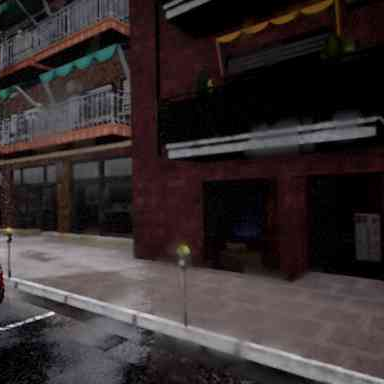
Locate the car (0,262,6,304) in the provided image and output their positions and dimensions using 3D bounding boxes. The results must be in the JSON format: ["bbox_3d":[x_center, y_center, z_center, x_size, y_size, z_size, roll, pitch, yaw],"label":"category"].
[{"bbox_3d":[-5.743,1.540,6.987,4.097,1.590,1.967,-1,-1,36],"label":"car"}]
